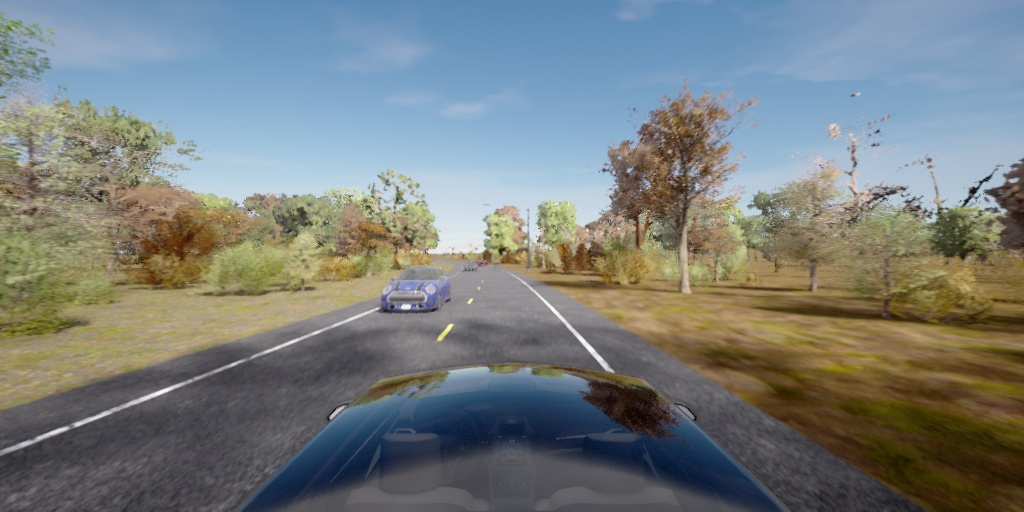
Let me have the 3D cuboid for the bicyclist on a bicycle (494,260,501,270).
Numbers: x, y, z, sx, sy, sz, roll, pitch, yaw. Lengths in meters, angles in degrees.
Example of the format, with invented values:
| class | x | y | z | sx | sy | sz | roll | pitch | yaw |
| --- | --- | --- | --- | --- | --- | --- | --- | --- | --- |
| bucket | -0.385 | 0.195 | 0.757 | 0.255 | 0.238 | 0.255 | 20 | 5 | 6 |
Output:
| class | x | y | z | sx | sy | sz | roll | pitch | yaw |
| --- | --- | --- | --- | --- | --- | --- | --- | --- | --- |
| bicyclist on a bicycle | -2.239 | 1.539 | 60.044 | 0.659 | 1.776 | 1.843 | 0 | 0 | -6 |

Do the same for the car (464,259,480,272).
| class | x | y | z | sx | sy | sz | roll | pitch | yaw |
| --- | --- | --- | --- | --- | --- | --- | --- | --- | --- |
| car | -6.414 | 1.511 | 56.442 | 2.097 | 1.767 | 4.553 | 0 | 0 | -5 |

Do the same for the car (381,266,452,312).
| class | x | y | z | sx | sy | sz | roll | pitch | yaw |
| --- | --- | --- | --- | --- | --- | --- | --- | --- | --- |
| car | -3.791 | 1.221 | 14.909 | 2.097 | 1.767 | 4.553 | 0 | 0 | -2 |
